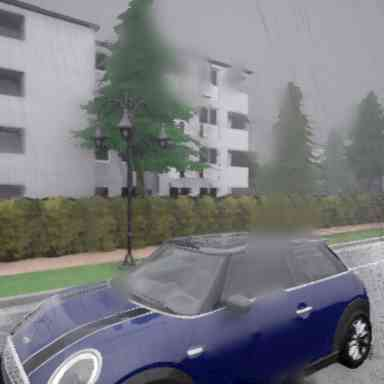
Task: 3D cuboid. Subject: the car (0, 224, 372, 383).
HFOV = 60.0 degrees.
[{"bbox_3d":[0.212,1.354,4.134,4.553,1.767,2.097,0,0,-35],"label":"car"}]
